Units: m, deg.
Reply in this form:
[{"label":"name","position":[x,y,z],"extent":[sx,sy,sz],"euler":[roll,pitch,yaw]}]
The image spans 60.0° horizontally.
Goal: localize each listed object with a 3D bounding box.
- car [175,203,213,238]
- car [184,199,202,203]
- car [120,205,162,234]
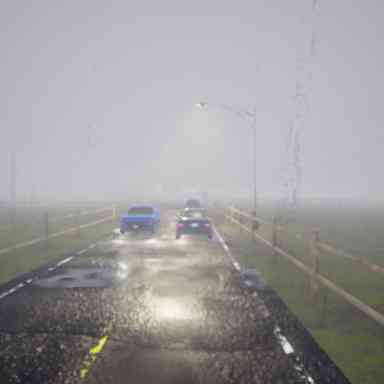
[{"label":"car","position":[0.096,1.554,17.560],"extent":[2.033,1.411,5.357],"euler":[0,0,0]},{"label":"car","position":[0.098,1.502,38.019],"extent":[1.882,1.535,5.008],"euler":[0,0,0]},{"label":"car","position":[-2.850,1.485,19.329],"extent":[1.882,1.535,5.008],"euler":[0,0,0]}]
